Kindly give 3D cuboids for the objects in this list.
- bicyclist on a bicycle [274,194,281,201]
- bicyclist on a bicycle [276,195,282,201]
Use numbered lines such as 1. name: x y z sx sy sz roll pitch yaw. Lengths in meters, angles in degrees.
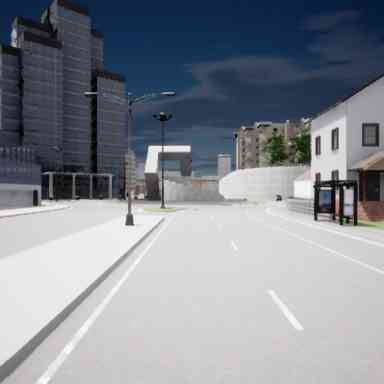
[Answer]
1. bicyclist on a bicycle: 21.613 1.384 83.753 1.656 1.620 0.582 -11 5 -30
2. bicyclist on a bicycle: 21.941 1.416 83.237 1.656 1.620 0.582 -6 11 -28
